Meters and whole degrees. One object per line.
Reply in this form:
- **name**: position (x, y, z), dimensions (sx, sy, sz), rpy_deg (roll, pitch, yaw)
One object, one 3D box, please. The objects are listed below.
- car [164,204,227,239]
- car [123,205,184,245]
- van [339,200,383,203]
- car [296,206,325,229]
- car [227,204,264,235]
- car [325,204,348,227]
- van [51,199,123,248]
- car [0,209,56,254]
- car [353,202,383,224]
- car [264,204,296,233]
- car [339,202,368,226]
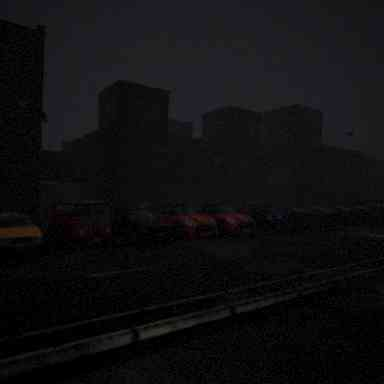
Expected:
- **car**: position (-0.586, 1.481, 18.189), dimensions (2.185, 1.767, 4.553), rpy_deg (1, -1, -36)
- **car**: position (-2.816, 1.570, 16.564), dimensions (2.097, 1.535, 5.008), rpy_deg (1, -1, -36)
- **van**: position (15.302, 1.670, 29.361), dimensions (1.878, 1.987, 4.442), rpy_deg (1, -1, -36)
- **car**: position (6.163, 1.724, 22.966), dimensions (2.231, 1.521, 4.892), rpy_deg (1, -1, -36)
- **car**: position (1.656, 1.519, 19.791), dimensions (2.185, 1.767, 4.553), rpy_deg (1, -1, -36)
- **car**: position (8.406, 1.765, 24.569), dimensions (2.231, 1.521, 4.892), rpy_deg (1, -1, -36)
- **van**: position (-4.986, 1.308, 14.863), dimensions (1.878, 1.987, 4.442), rpy_deg (1, -1, -36)
- **car**: position (-7.191, 1.495, 13.202), dimensions (1.946, 1.575, 5.366), rpy_deg (1, -1, -36)
- **car**: position (12.891, 1.850, 27.774), dimensions (2.231, 1.521, 4.892), rpy_deg (1, -1, -36)
- **car**: position (3.936, 1.557, 21.344), dimensions (2.185, 1.767, 4.553), rpy_deg (1, -1, -36)
- **car**: position (10.649, 1.808, 26.172), dimensions (2.231, 1.521, 4.892), rpy_deg (1, -1, -36)
